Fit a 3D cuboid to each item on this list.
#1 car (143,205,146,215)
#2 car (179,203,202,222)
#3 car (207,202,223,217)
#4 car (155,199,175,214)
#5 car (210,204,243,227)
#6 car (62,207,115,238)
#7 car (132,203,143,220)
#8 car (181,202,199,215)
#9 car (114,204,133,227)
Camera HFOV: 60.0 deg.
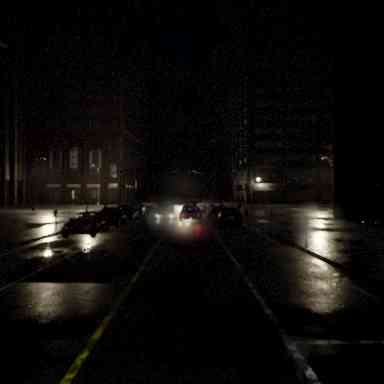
[{"bbox_3d":[-5.941,1.872,35.608,2.008,1.369,4.403,0,-1,0],"label":"car"},{"bbox_3d":[-0.087,1.858,28.803,1.895,1.301,4.718,0,-1,0],"label":"car"},{"bbox_3d":[2.583,1.761,35.653,1.967,1.590,4.097,0,-1,0],"label":"car"},{"bbox_3d":[-3.219,1.716,40.383,2.097,1.767,4.553,0,0,0],"label":"car"},{"bbox_3d":[2.640,1.782,24.380,1.947,1.339,4.313,0,-1,0],"label":"car"},{"bbox_3d":[-5.856,1.748,18.699,1.802,1.307,4.206,0,-1,0],"label":"car"},{"bbox_3d":[-5.913,1.835,29.971,1.947,1.339,4.313,0,-1,0],"label":"car"},{"bbox_3d":[-0.191,1.914,38.773,1.994,1.385,4.181,0,-1,0],"label":"car"},{"bbox_3d":[-5.885,1.783,24.335,1.947,1.339,4.313,0,-1,0],"label":"car"}]
